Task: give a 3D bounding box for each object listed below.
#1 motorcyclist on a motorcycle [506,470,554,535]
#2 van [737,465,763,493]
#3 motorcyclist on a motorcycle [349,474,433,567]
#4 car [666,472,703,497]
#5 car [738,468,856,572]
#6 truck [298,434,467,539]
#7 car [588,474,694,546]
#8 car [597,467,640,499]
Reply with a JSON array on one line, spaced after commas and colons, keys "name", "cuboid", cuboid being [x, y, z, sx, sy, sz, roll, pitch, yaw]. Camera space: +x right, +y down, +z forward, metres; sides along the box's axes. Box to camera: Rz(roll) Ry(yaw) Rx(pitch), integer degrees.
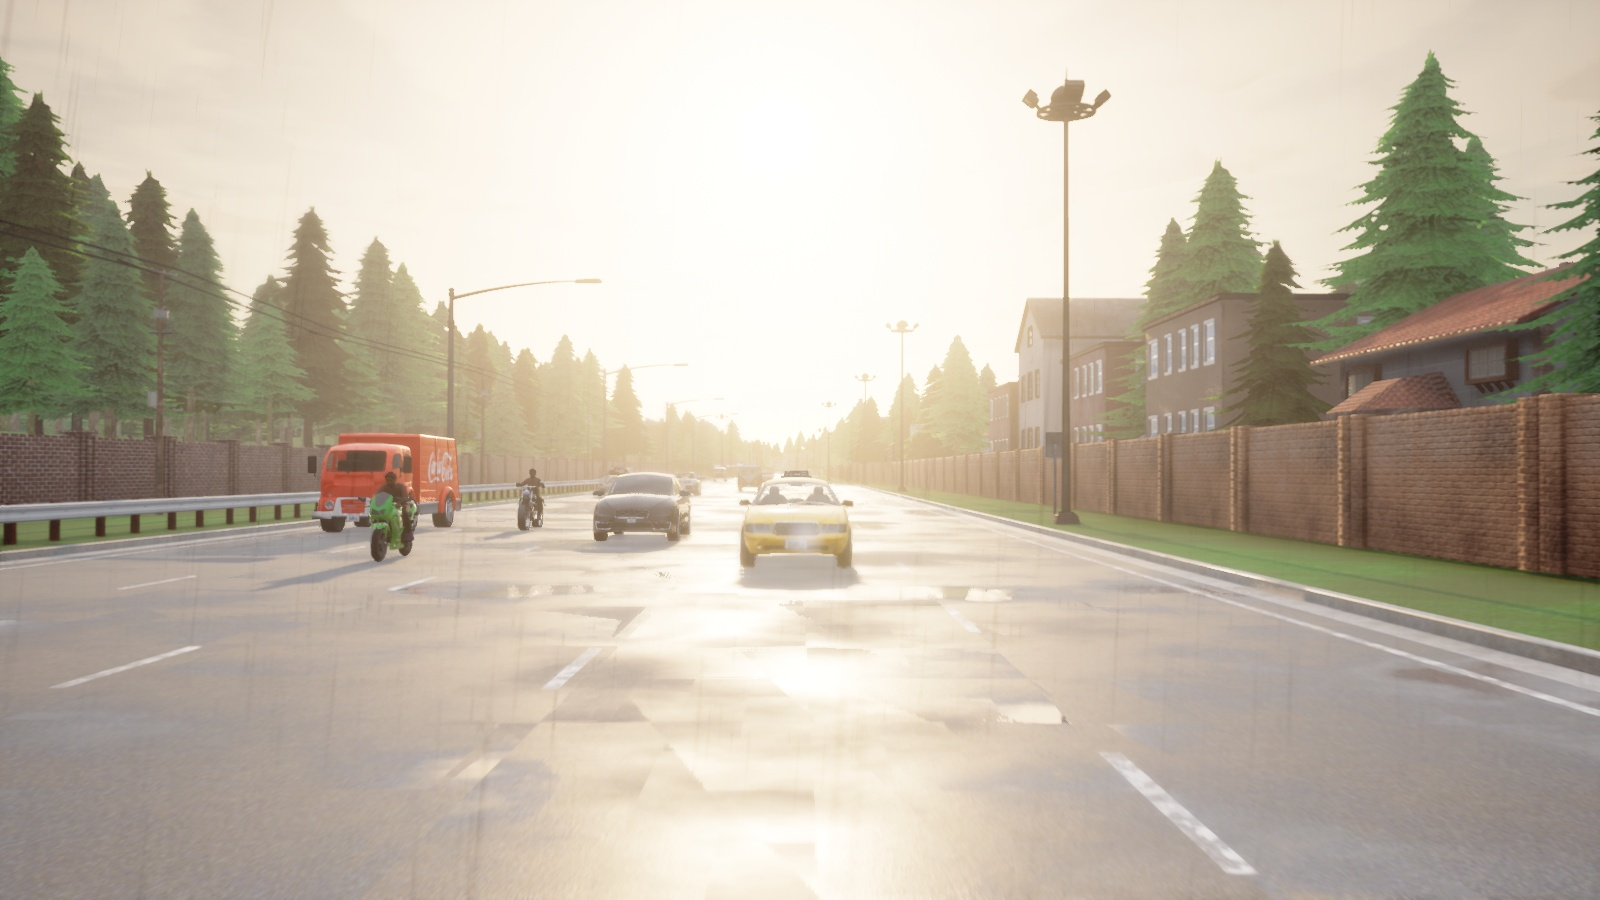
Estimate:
[{"name": "motorcyclist on a motorcycle", "cuboid": [-7.083, 1.347, 33.079, 0.766, 1.649, 2.350, 0, -1, 0]}, {"name": "van", "cuboid": [-3.734, 2.154, 93.875, 1.775, 1.987, 4.442, 0, -1, 0]}, {"name": "motorcyclist on a motorcycle", "cuboid": [-7.054, 1.189, 21.771, 0.797, 1.523, 2.044, 0, -1, 0]}, {"name": "car", "cuboid": [-7.194, 2.119, 78.295, 1.970, 1.475, 3.806, 0, -1, 0]}, {"name": "car", "cuboid": [-0.055, 1.120, 21.824, 1.801, 1.575, 5.366, 0, -1, 0]}, {"name": "truck", "cuboid": [-10.582, 0.912, 32.336, 2.627, 2.467, 5.204, 0, -1, 0]}, {"name": "car", "cuboid": [-3.572, 1.320, 29.064, 1.837, 1.490, 4.892, 0, -1, 0]}, {"name": "car", "cuboid": [-10.685, 1.916, 74.173, 1.932, 1.855, 4.605, 0, -1, 0]}]
